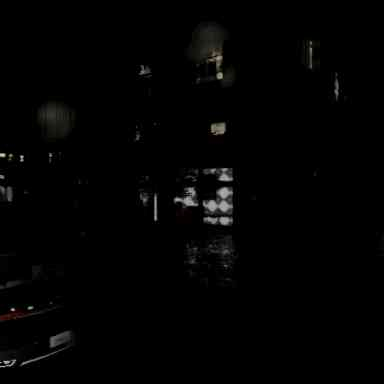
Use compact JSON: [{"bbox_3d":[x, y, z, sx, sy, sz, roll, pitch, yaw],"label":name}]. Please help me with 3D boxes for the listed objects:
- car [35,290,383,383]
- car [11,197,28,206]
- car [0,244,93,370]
[{"bbox_3d":[1.155,1.565,2.050,4.313,1.339,1.947,0,0,35],"label":"car"},{"bbox_3d":[-24.081,1.361,48.861,1.887,1.381,4.507,0,0,35],"label":"car"},{"bbox_3d":[-3.353,1.514,5.265,4.403,1.369,2.008,0,0,35],"label":"car"}]
